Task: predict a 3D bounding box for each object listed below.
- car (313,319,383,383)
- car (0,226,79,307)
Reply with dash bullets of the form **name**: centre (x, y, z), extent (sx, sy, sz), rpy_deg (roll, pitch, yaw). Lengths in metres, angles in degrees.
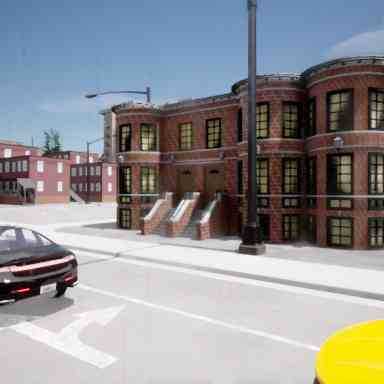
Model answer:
- **car**: centre (3.228, 1.478, 1.692), extent (5.008, 1.535, 1.882), rpy_deg (0, 0, 36)
- **car**: centre (-4.540, 1.491, 7.241), extent (4.902, 1.511, 2.128), rpy_deg (0, 0, 34)
